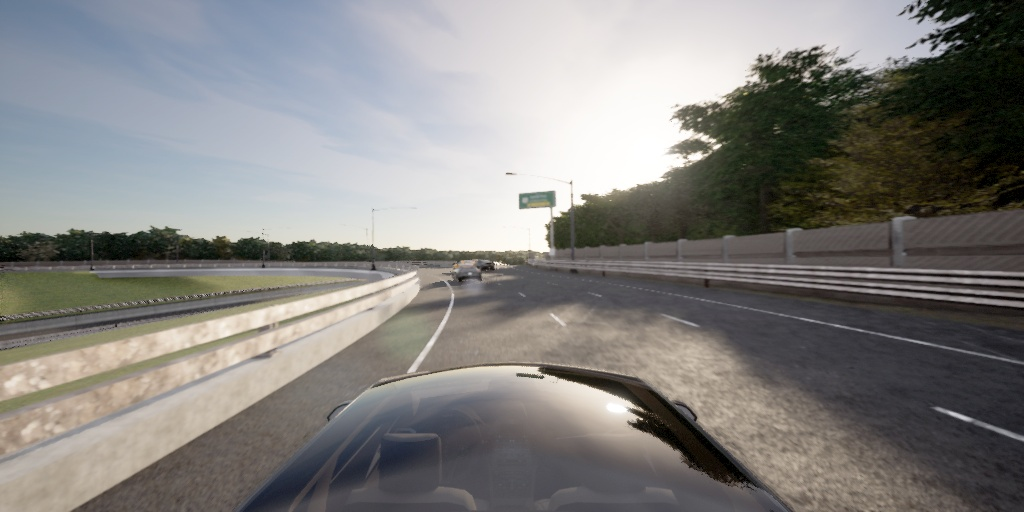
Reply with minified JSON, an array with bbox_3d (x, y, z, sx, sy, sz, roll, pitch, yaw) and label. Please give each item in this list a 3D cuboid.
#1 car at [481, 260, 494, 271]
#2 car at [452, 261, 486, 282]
[{"bbox_3d":[-4.061,1.327,50.101,1.837,1.490,4.892,-1,0,-25],"label":"car"},{"bbox_3d":[-3.837,1.383,30.057,1.994,1.385,4.181,-1,0,-16],"label":"car"}]
